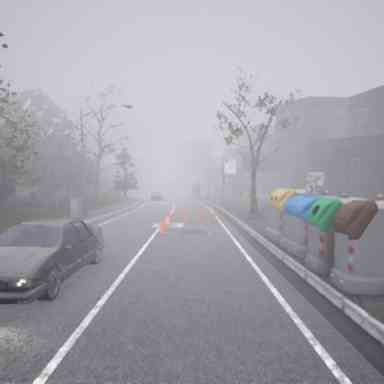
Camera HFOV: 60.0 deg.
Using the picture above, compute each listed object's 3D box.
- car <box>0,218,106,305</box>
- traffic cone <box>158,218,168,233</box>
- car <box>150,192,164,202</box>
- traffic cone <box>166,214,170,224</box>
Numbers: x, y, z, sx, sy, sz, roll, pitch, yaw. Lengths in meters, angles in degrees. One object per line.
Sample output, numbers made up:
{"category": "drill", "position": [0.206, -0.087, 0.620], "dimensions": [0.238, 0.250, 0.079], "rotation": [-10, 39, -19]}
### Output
{"category": "car", "position": [-3.594, 1.395, 8.175], "dimensions": [2.033, 1.411, 5.357], "rotation": [0, 1, 0]}
{"category": "traffic cone", "position": [-1.470, 1.660, 15.963], "dimensions": [0.340, 0.580, 0.340], "rotation": [0, 1, 0]}
{"category": "car", "position": [-5.350, 0.656, 50.515], "dimensions": [2.033, 1.411, 5.357], "rotation": [-1, 1, -8]}
{"category": "traffic cone", "position": [-1.468, 1.623, 17.963], "dimensions": [0.340, 0.580, 0.340], "rotation": [0, 1, 0]}
